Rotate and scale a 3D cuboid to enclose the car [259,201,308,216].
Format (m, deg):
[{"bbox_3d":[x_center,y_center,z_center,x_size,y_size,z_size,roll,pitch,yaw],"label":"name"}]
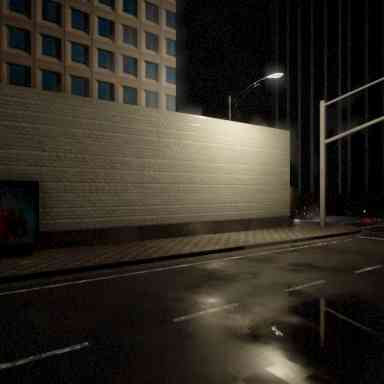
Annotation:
[{"bbox_3d":[9.339,1.656,34.316,1.895,1.301,4.718,0,0,-36],"label":"car"}]

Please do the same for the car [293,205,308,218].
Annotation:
[{"bbox_3d":[8.138,1.581,29.990,1.812,1.442,4.674,0,0,-36],"label":"car"}]

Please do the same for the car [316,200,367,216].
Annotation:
[{"bbox_3d":[14.754,1.560,33.122,1.837,1.490,4.892,0,0,-36],"label":"car"}]
